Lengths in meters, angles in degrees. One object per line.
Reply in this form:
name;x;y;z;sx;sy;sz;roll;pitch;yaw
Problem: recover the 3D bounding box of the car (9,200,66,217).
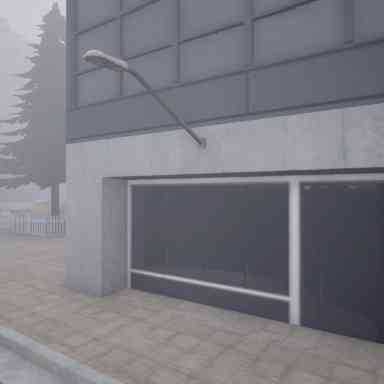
car;-13.847;1.493;30.159;1.882;1.535;5.008;0;0;34
